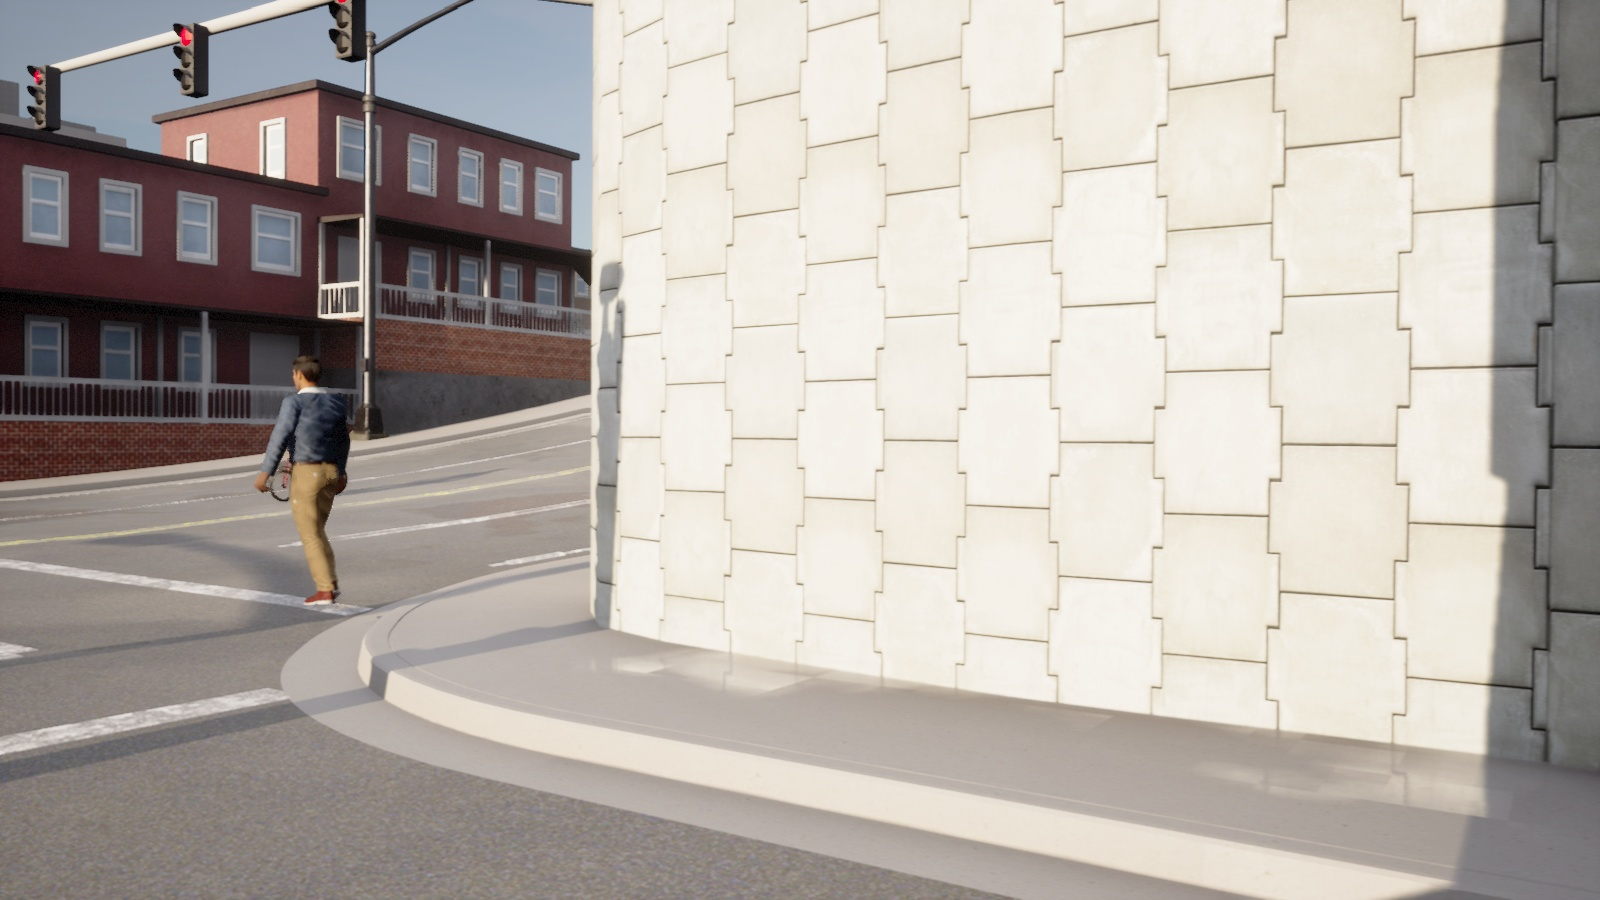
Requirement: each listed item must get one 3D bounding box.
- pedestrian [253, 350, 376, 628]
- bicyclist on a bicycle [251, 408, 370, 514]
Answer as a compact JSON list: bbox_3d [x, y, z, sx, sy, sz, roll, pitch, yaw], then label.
[{"bbox_3d":[-3.548,0.271,9.174,0.788,1.949,0.423,0,1,33],"label":"pedestrian"},{"bbox_3d":[-8.124,0.157,20.894,0.866,1.612,1.509,0,5,33],"label":"bicyclist on a bicycle"}]
